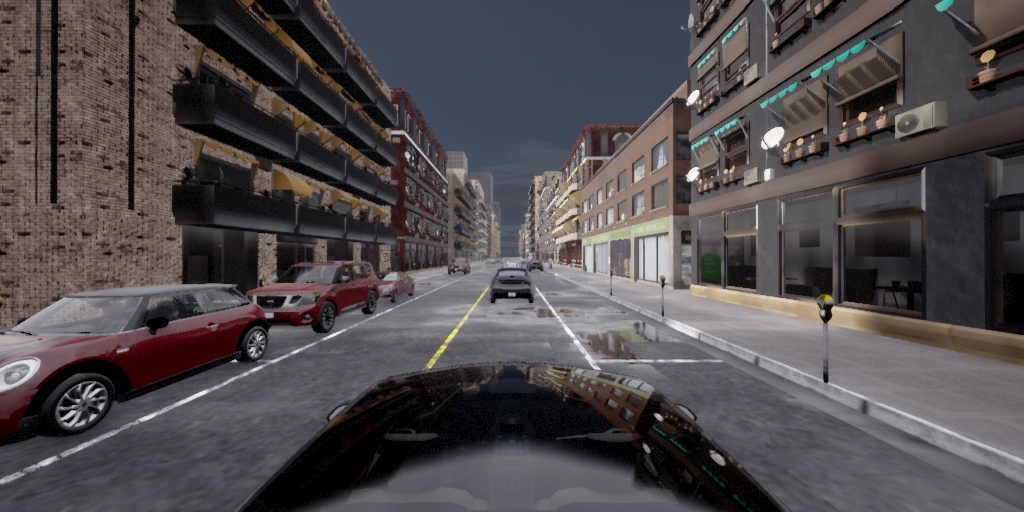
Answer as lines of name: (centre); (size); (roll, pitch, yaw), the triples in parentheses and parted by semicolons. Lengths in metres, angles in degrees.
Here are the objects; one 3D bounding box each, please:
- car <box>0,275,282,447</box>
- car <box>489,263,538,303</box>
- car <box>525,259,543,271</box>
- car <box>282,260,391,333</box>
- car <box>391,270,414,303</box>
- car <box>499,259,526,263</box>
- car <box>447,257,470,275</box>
car: (-5.692, 1.188, 5.224); (1.967, 1.591, 4.097); (0, 0, 0)
car: (0.000, 1.266, 16.500); (1.837, 1.490, 4.892); (0, 0, 0)
car: (3.145, 1.251, 48.035); (1.837, 1.490, 4.892); (0, 0, 0)
car: (-5.692, 1.063, 10.861); (2.192, 1.841, 5.009); (0, 0, 0)
car: (-5.692, 1.331, 16.497); (1.802, 1.307, 4.207); (0, 0, 0)
car: (0.000, 1.283, 31.499); (1.812, 1.442, 4.674); (0, 0, 0)
car: (-5.692, 1.062, 39.043); (2.192, 1.841, 5.009); (0, 0, 0)
